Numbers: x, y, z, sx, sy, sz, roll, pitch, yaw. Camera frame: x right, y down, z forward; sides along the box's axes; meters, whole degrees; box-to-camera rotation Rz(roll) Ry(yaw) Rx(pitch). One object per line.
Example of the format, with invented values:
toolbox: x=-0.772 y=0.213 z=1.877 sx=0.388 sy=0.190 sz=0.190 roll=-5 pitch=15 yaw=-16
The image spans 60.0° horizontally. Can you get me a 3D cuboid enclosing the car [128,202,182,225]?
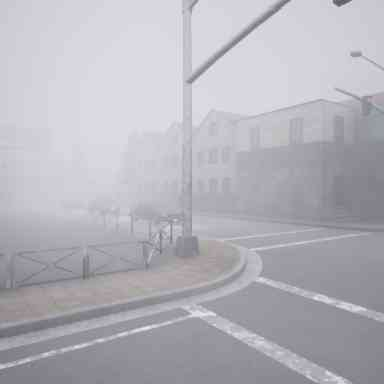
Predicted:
car: x=-2.549 y=1.371 z=22.874 sx=2.033 sy=1.411 sz=5.357 roll=0 pitch=0 yaw=-35

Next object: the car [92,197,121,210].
car: x=-10.476 y=1.329 z=40.454 sx=1.837 sy=1.490 sz=4.892 roll=0 pitch=0 yaw=-35

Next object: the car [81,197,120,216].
car: x=-8.291 y=1.315 z=30.995 sx=2.128 sy=1.511 sz=4.902 roll=0 pitch=0 yaw=-35

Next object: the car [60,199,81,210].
car: x=-14.109 y=1.425 z=39.269 sx=1.895 sy=1.301 sz=4.718 roll=0 pitch=0 yaw=-35
